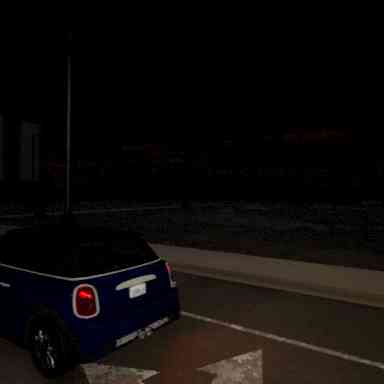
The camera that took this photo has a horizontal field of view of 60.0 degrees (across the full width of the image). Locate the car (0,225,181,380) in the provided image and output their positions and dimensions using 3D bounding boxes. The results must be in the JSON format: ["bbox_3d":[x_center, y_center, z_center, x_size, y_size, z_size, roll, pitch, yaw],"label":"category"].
[{"bbox_3d":[-2.454,1.349,5.748,4.553,1.767,2.097,0,0,36],"label":"car"}]

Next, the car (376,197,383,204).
[{"bbox_3d":[39.696,1.732,68.070,2.038,1.542,4.974,1,1,6],"label":"car"}]

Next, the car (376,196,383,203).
[{"bbox_3d":[39.703,1.574,68.120,1.853,1.218,4.536,1,1,6],"label":"car"}]
